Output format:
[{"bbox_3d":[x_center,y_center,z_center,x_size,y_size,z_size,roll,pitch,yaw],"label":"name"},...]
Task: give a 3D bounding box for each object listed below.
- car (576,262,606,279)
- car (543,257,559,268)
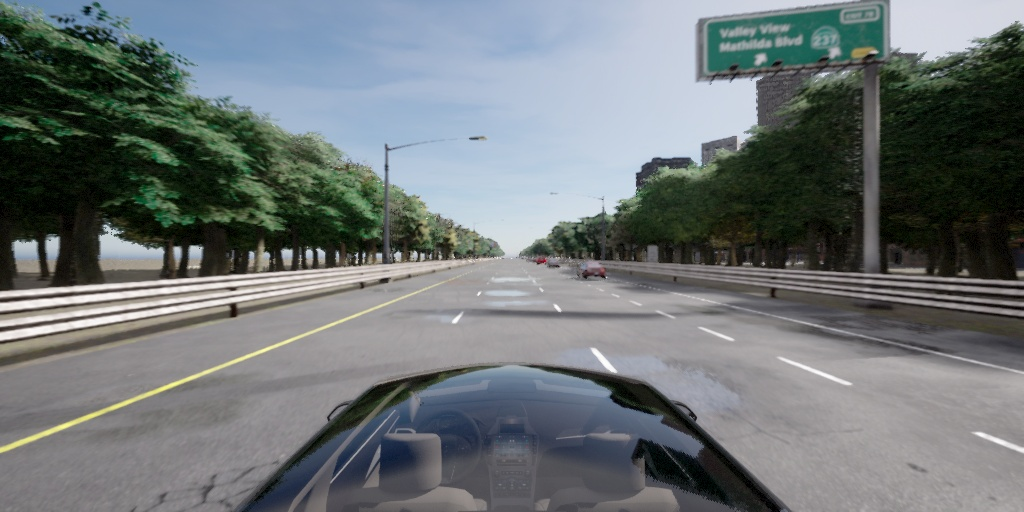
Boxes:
[{"bbox_3d":[7.005,1.288,31.970,1.812,1.442,4.674,0,0,0],"label":"car"},{"bbox_3d":[7.013,1.325,61.962,2.033,1.411,5.357,0,0,0],"label":"car"}]
